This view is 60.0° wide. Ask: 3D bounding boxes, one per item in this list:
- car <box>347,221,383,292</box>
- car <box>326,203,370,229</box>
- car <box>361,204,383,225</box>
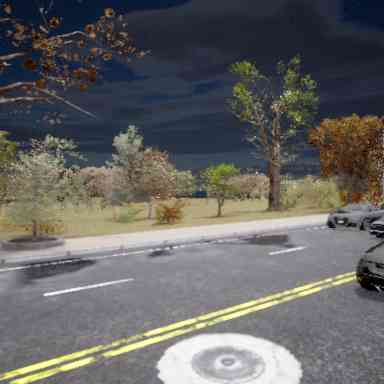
[{"bbox_3d":[5.561,1.459,7.509,4.181,1.385,1.994,-1,0,-36],"label":"car"},{"bbox_3d":[9.435,1.350,18.751,4.181,1.385,1.994,-1,0,-37],"label":"car"},{"bbox_3d":[10.228,1.345,15.263,5.357,1.411,2.033,-1,0,-37],"label":"car"}]
